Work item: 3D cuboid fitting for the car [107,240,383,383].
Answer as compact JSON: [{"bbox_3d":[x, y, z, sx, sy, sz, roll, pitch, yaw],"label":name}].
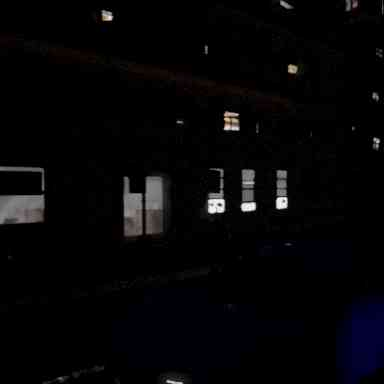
[{"bbox_3d":[1.410,1.474,4.380,5.008,1.535,1.882,0,0,-35],"label":"car"}]
